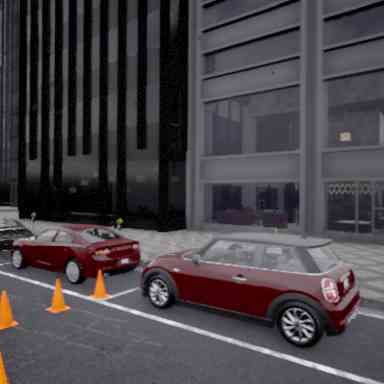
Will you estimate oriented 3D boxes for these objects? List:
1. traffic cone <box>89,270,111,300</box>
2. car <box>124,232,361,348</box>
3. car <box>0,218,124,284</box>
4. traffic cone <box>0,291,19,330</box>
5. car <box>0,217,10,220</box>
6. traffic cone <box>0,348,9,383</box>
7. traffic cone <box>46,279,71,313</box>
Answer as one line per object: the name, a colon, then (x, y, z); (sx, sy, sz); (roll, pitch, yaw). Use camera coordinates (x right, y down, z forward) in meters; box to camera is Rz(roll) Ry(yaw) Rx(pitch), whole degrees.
traffic cone: (-2.026, 2.001, 7.308); (0.340, 0.580, 0.340); (0, 0, 36)
car: (0.887, 1.490, 6.469); (4.097, 1.590, 1.967); (0, 0, 36)
car: (-3.498, 1.602, 9.663); (4.507, 1.381, 1.887); (0, 0, 36)
traffic cone: (-3.204, 1.986, 5.692); (0.340, 0.580, 0.340); (0, 0, 36)
car: (-7.881, 1.616, 12.859); (4.403, 1.369, 2.008); (0, 0, 36)
traffic cone: (-2.177, 1.976, 3.706); (0.340, 0.580, 0.340); (0, 0, 36)
traffic cone: (-2.615, 1.994, 6.500); (0.340, 0.580, 0.340); (0, 0, 36)
